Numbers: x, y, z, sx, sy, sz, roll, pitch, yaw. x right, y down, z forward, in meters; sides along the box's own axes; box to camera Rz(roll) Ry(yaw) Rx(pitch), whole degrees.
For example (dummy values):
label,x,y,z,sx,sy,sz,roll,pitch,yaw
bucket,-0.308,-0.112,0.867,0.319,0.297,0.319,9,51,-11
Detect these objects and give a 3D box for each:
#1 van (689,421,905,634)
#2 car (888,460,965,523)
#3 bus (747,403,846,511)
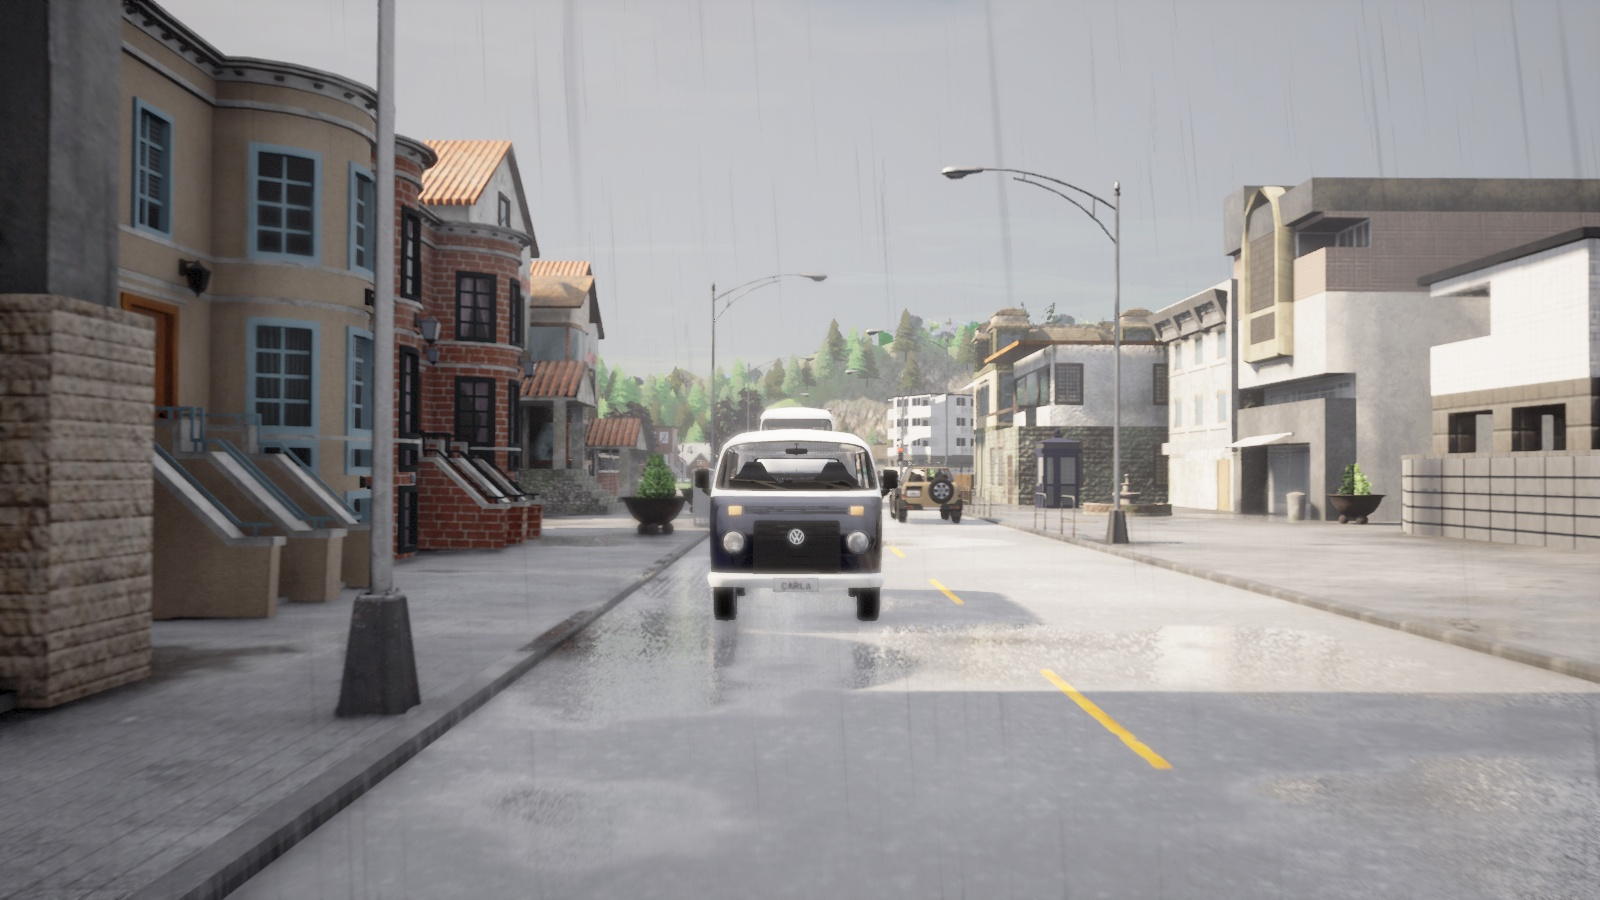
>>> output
label,x,y,z,sx,sy,sz,roll,pitch,yaw
van,-0.036,0.778,14.305,2.069,2.038,4.480,0,-1,0
car,3.902,1.276,39.444,1.932,1.855,4.605,0,-1,0
bus,-0.139,0.362,55.162,3.944,4.253,10.273,0,-1,0
